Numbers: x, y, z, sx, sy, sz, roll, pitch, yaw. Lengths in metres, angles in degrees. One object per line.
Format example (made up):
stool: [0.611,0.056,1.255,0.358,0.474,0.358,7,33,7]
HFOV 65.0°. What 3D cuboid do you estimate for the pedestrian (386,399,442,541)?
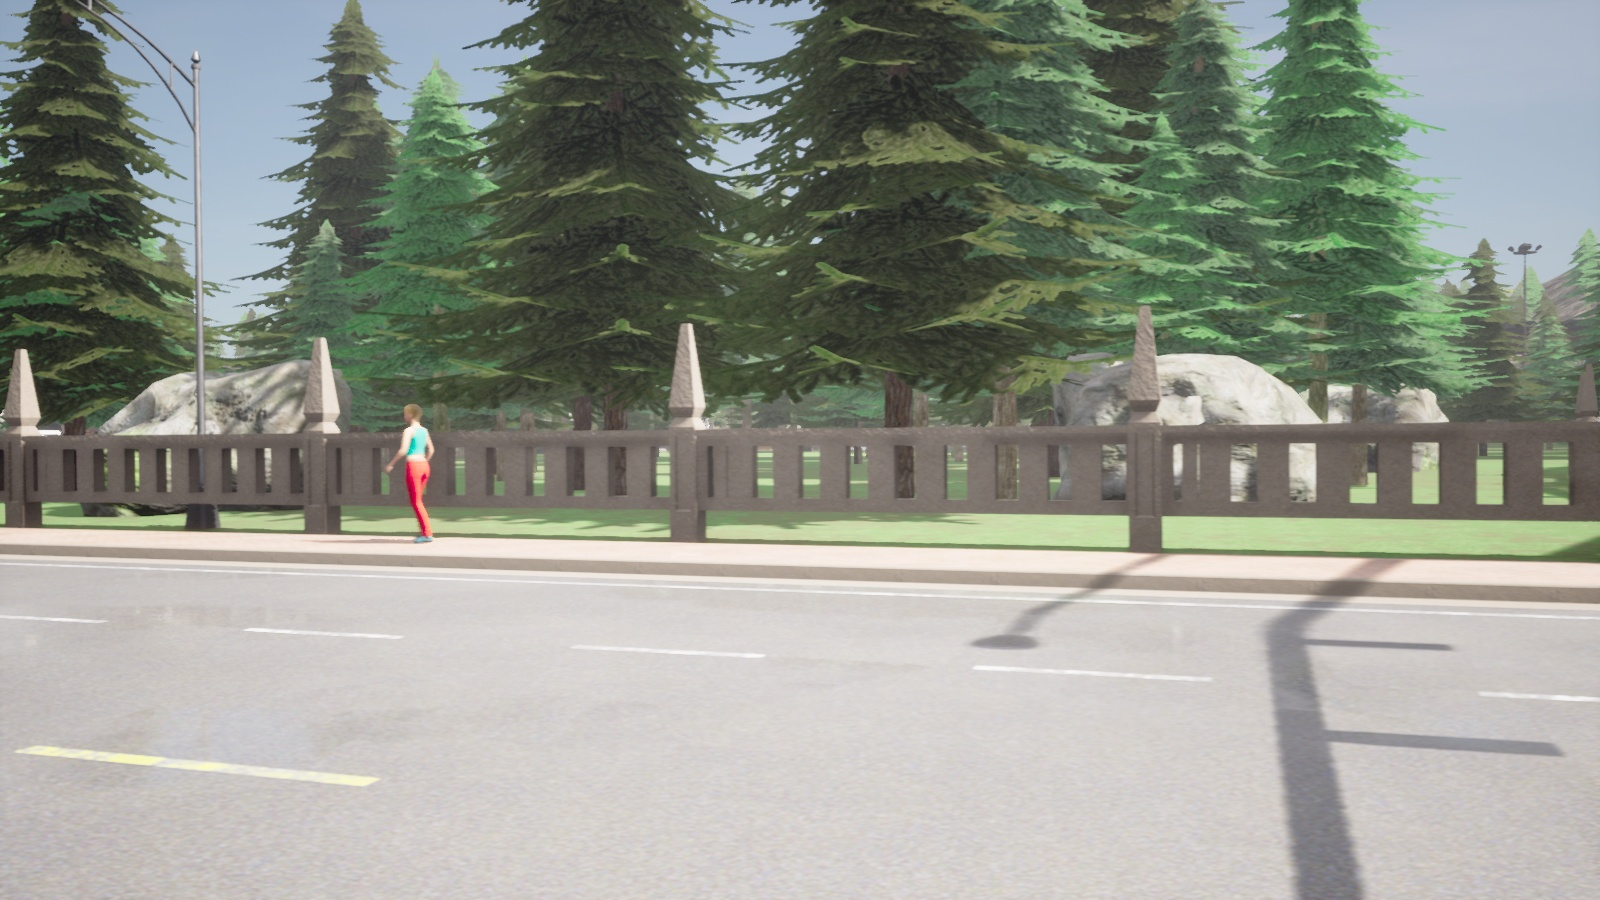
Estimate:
pedestrian: [-5.082,0.256,16.541,0.594,1.836,0.345,0,1,17]
